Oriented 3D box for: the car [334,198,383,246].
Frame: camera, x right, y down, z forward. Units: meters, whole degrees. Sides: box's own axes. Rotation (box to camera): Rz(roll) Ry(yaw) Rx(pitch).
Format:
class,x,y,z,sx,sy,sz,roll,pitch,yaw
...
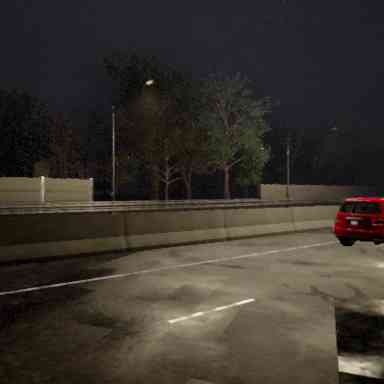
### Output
class,x,y,z,sx,sy,sz,roll,pitch,yaw
car,8.294,1.258,14.085,5.566,2.045,2.150,0,0,-35
